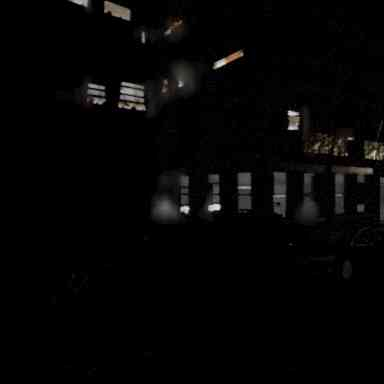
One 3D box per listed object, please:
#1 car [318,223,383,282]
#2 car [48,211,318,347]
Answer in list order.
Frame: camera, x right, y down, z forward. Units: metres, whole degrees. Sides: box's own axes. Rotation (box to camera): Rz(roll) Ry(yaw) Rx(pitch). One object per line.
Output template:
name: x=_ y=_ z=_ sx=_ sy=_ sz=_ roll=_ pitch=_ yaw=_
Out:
car: x=4.503 y=1.612 z=9.809 sx=4.403 sy=1.369 sz=2.008 roll=0 pitch=-1 yaw=-36
car: x=-0.044 y=1.340 z=6.538 sx=5.009 sy=1.841 sz=2.192 roll=0 pitch=-1 yaw=-36
